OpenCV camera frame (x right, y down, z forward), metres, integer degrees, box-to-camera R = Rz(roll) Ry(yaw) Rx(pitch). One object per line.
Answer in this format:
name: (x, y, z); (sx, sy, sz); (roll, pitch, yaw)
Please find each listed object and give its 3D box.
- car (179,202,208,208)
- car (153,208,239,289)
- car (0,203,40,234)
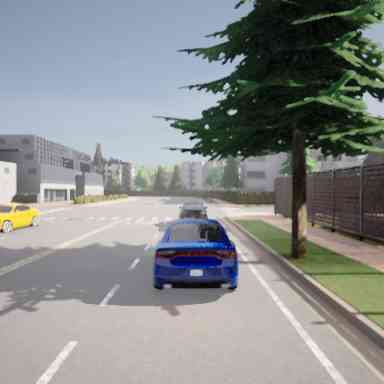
car: (0.100, 1.418, 22.682); (1.812, 1.442, 4.674); (0, 1, 1)
car: (0.082, 1.435, 9.050); (1.882, 1.535, 5.008); (0, 0, 0)
car: (-10.557, 1.389, 18.978); (1.882, 1.535, 5.008); (0, 0, 0)
